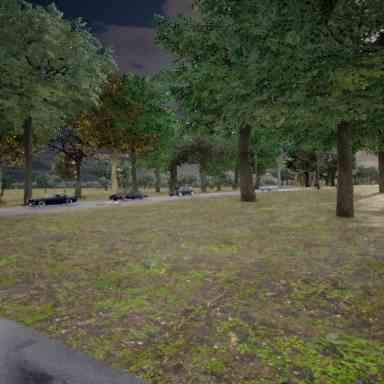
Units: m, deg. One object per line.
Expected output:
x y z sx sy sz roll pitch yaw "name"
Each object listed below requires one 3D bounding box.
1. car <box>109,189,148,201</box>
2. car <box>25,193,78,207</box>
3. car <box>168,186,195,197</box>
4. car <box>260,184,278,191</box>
-7.867 0.333 41.837 2.033 1.411 5.357 -1 2 37 "car"
-14.160 0.793 33.649 1.895 1.301 4.718 -1 2 38 "car"
-1.523 -0.106 50.052 1.837 1.490 4.892 -1 2 38 "car"
15.426 -0.854 66.043 1.895 1.301 4.718 -1 2 37 "car"
